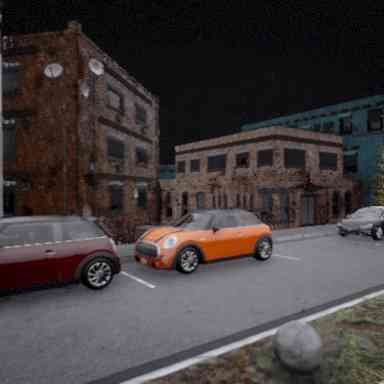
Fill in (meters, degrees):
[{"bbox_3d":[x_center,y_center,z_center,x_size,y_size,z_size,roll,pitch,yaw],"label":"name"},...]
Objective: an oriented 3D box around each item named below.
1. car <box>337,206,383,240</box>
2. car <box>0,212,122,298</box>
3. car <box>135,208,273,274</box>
[{"bbox_3d":[9.424,1.509,17.119,4.892,1.521,2.231,0,0,-36],"label":"car"},{"bbox_3d":[-4.005,1.355,7.468,4.553,1.767,2.185,0,0,-36],"label":"car"},{"bbox_3d":[0.478,1.360,10.689,4.553,1.767,2.185,0,0,-36],"label":"car"}]
